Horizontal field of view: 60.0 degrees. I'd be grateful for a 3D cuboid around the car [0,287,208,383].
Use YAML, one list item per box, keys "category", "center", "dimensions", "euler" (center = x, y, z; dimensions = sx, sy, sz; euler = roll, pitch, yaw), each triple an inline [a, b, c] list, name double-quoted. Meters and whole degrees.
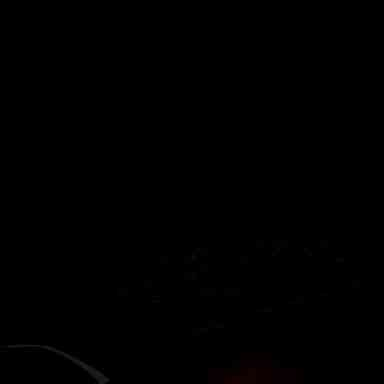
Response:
- category: "car"
  center: [-2.155, 1.506, 1.842]
  dimensions: [4.892, 1.490, 1.837]
  euler: [0, 0, -36]
